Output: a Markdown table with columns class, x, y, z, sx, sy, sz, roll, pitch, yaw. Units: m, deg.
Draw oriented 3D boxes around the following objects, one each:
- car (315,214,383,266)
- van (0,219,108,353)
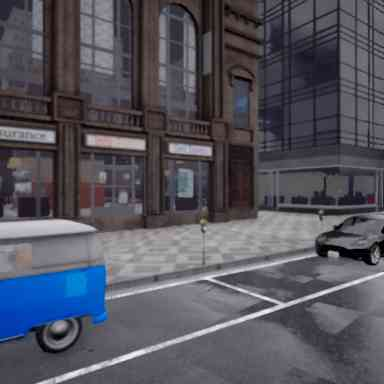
| class | x | y | z | sx | sy | sz | roll | pitch | yaw |
| --- | --- | --- | --- | --- | --- | --- | --- | --- | --- |
| car | 5.941 | 1.435 | 11.077 | 4.313 | 1.339 | 1.947 | -1 | 1 | -36 |
| van | -3.176 | 1.343 | 4.486 | 3.998 | 1.788 | 1.690 | -1 | 1 | -36 |
